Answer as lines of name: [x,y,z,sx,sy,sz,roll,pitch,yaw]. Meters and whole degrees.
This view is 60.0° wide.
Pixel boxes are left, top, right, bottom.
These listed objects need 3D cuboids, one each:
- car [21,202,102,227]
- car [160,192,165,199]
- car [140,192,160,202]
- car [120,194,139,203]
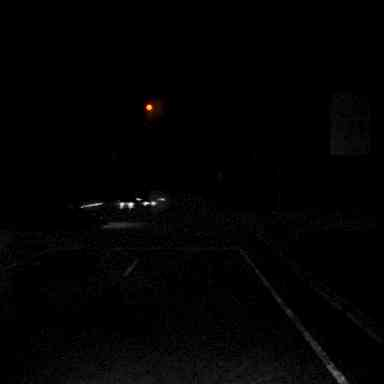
car: [-7.923,1.330,20.362,4.674,1.442,1.812,0,1,-3]
car: [-6.808,0.662,70.903,1.994,1.385,4.181,0,1,0]
car: [-6.911,0.978,55.093,1.994,1.385,4.181,0,1,1]
car: [-10.416,1.024,54.419,1.895,1.301,4.718,0,1,1]
